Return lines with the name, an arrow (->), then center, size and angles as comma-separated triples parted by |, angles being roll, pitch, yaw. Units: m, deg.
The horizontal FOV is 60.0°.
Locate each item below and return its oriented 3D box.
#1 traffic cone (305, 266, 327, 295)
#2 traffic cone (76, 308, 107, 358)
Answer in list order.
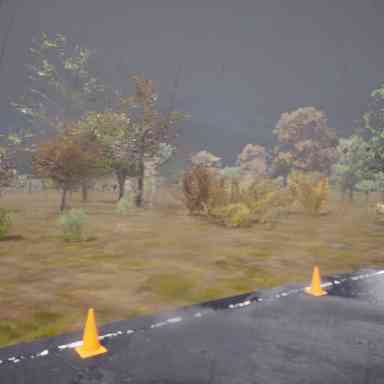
traffic cone -> 2.814, 1.981, 7.524 | 0.340, 0.580, 0.340 | 0, 0, -33
traffic cone -> -1.425, 1.948, 4.705 | 0.340, 0.580, 0.340 | 0, 0, -35
